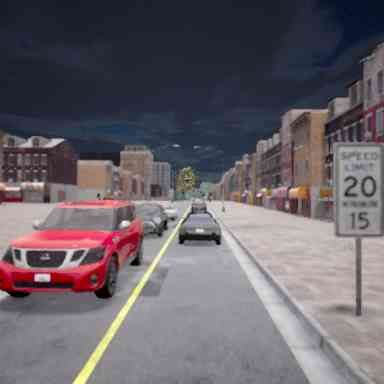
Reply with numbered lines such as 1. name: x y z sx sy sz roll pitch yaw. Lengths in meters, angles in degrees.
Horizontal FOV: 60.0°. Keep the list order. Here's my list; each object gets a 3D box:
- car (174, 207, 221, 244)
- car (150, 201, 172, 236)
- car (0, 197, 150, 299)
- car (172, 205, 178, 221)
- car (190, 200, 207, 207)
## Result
1. car: 0.385 1.671 16.519 1.994 1.385 4.181 0 0 1
2. car: -2.517 1.455 18.924 2.097 1.767 4.553 0 0 1
3. car: -2.706 1.261 8.950 2.150 2.045 5.566 0 0 2
4. car: -2.289 1.764 28.934 1.895 1.301 4.718 0 0 2
5. car: 0.832 1.740 40.551 2.128 1.511 4.902 0 0 1
